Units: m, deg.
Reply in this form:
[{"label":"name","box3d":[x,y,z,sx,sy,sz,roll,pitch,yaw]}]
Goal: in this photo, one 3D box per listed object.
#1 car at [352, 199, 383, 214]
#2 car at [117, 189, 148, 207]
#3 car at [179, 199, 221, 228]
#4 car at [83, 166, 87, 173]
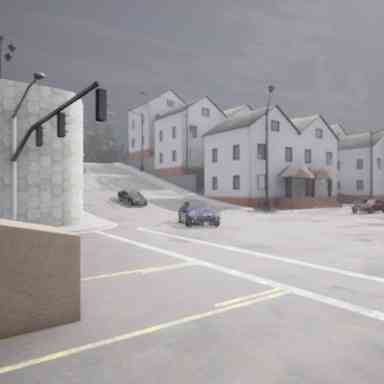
[{"label":"car","box3d":[18.279,1.433,34.037,4.674,1.442,1.812,0,0,-35]},{"label":"car","box3d":[-6.306,0.587,34.841,1.837,1.490,4.892,0,9,-35]},{"label":"car","box3d":[0.438,1.322,22.147,2.097,1.767,4.553,0,0,-11]},{"label":"car","box3d":[-17.928,-3.903,51.810,1.895,1.301,4.718,1,13,-34]}]
